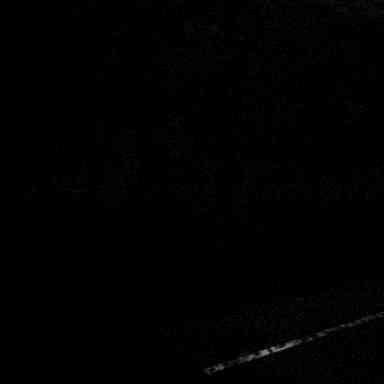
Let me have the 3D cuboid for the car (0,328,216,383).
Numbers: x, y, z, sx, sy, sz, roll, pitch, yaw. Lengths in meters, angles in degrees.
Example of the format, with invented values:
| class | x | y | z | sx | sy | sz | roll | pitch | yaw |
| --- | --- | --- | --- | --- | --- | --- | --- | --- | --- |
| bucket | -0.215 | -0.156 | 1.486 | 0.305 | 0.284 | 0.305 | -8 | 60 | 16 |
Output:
| class | x | y | z | sx | sy | sz | roll | pitch | yaw |
| --- | --- | --- | --- | --- | --- | --- | --- | --- | --- |
| car | -2.042 | 1.477 | 1.459 | 5.008 | 1.535 | 1.882 | 0 | 0 | -33 |
